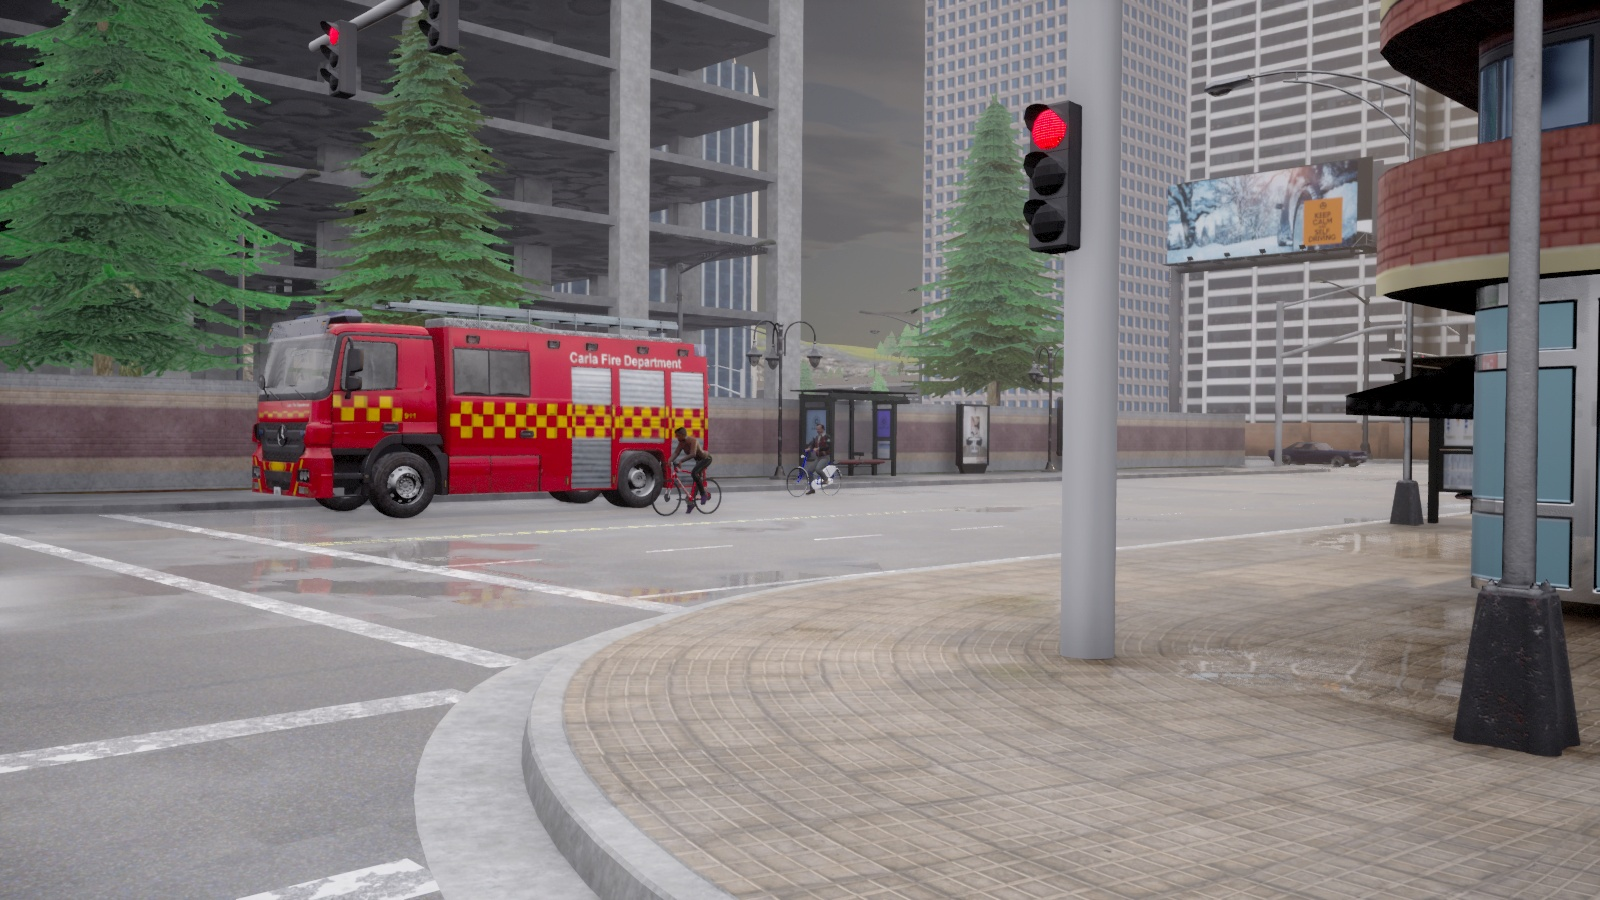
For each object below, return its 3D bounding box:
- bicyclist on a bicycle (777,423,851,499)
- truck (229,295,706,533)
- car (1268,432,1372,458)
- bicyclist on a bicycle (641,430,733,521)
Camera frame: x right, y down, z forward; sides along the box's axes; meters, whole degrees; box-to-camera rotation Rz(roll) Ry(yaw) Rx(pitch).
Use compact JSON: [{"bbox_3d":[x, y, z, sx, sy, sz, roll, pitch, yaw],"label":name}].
[{"bbox_3d":[0.346,0.242,30.206,1.843,1.776,0.659,-1,1,-44],"label":"bicyclist on a bicycle"},{"bbox_3d":[-6.031,-0.653,24.140,8.468,3.827,2.891,-1,1,-44],"label":"truck"},{"bbox_3d":[27.063,-0.252,65.473,1.895,1.301,4.718,-1,1,-39],"label":"car"},{"bbox_3d":[-2.060,0.443,23.091,1.656,1.620,0.582,-2,1,-44],"label":"bicyclist on a bicycle"}]
